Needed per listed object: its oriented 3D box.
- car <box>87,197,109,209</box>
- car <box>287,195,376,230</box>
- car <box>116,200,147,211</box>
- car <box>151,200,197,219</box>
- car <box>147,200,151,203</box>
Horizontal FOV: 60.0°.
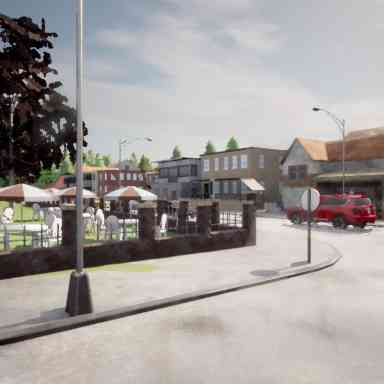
[{"bbox_3d":[-13.026,1.478,45.944,1.882,1.535,5.008,0,0,-35],"label":"car"},{"bbox_3d":[8.736,1.220,21.335,2.150,2.045,5.566,-1,0,-32],"label":"car"},{"bbox_3d":[-7.237,1.526,37.758,1.812,1.442,4.674,0,0,-35],"label":"car"},{"bbox_3d":[-1.447,1.505,29.621,1.837,1.490,4.892,0,0,-35],"label":"car"},{"bbox_3d":[-6.931,1.564,44.542,1.994,1.385,4.181,0,0,-35],"label":"car"}]
